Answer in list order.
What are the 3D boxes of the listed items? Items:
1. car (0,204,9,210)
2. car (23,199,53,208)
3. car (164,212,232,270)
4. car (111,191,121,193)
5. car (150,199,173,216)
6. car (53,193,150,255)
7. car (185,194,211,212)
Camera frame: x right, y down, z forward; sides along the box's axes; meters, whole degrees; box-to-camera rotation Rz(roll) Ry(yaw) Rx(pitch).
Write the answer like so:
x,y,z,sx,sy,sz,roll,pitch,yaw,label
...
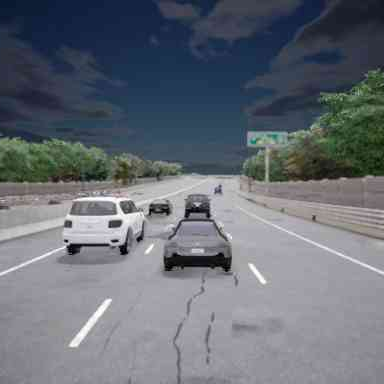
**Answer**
x,y,z,sx,sy,sz,roll,pitch,yaw,label
-17.248,1.491,27.416,2.033,1.411,5.357,0,0,1,car
-13.657,1.399,30.607,1.882,1.535,5.008,0,0,2,car
0.175,1.561,11.002,1.994,1.385,4.181,0,0,1,car
-15.531,0.617,67.350,2.097,1.767,4.553,0,1,3,car
-2.925,1.394,31.870,1.882,1.535,5.008,0,0,2,car
-3.300,1.215,13.493,2.150,2.045,5.566,0,0,1,car
0.516,1.158,29.779,2.150,2.045,5.566,0,0,1,car
